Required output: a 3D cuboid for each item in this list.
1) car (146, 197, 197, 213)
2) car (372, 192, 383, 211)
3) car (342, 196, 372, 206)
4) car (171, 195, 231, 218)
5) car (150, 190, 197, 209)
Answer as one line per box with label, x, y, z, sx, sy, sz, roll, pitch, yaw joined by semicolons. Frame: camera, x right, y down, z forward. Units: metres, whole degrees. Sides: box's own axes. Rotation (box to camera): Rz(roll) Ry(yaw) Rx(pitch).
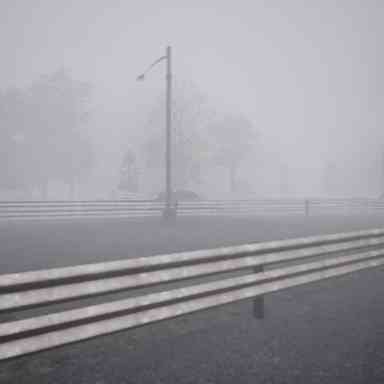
car;-2.051;1.213;32.807;4.674;1.442;1.812;0;0;-22
car;22.127;0.976;34.785;5.566;2.045;2.150;0;0;-20
car;21.321;1.267;41.968;5.008;1.535;1.882;0;0;-20
car;0.803;1.174;26.395;4.902;1.511;2.128;0;0;-22
car;-0.607;0.888;29.617;5.566;2.045;2.150;0;0;-22
